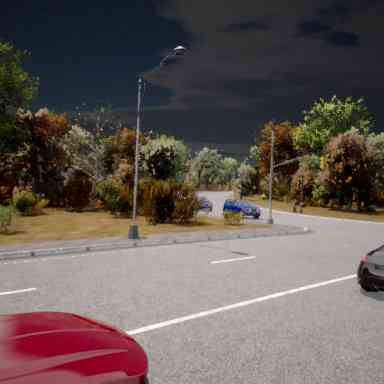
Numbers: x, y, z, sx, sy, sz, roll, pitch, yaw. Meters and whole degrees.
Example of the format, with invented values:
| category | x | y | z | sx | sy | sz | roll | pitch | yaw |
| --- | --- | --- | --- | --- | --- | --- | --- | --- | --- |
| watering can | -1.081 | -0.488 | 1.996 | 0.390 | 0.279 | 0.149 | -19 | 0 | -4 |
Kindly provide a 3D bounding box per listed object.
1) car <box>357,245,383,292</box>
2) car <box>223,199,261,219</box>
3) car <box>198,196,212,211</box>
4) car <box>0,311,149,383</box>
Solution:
| category | x | y | z | sx | sy | sz | roll | pitch | yaw |
| --- | --- | --- | --- | --- | --- | --- | --- | --- | --- |
| car | 5.815 | 1.665 | 7.949 | 4.181 | 1.385 | 1.994 | 1 | -1 | -35 |
| car | 5.448 | 1.848 | 37.170 | 2.150 | 2.045 | 5.566 | 3 | -1 | -22 |
| car | 1.270 | 1.642 | 48.834 | 2.150 | 2.045 | 5.566 | 3 | 1 | -19 |
| car | -2.610 | 1.478 | 1.881 | 5.008 | 1.535 | 1.882 | 0 | 0 | -36 |
